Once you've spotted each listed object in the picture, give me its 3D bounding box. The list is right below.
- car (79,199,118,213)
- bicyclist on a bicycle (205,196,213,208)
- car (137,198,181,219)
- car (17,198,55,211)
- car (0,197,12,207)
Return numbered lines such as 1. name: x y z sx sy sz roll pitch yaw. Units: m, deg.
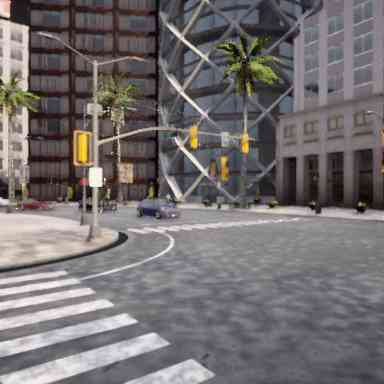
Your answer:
1. car: -10.309 1.483 36.474 5.008 1.535 1.882 0 0 35
2. bicyclist on a bicycle: 2.349 1.321 45.269 0.582 1.620 1.656 0 0 42
3. car: -2.939 1.361 29.108 2.097 1.767 4.553 0 0 -39
4. car: -19.262 1.525 41.021 4.674 1.442 1.812 0 0 17
5. car: -29.501 1.519 49.795 4.674 1.442 1.812 0 0 2
